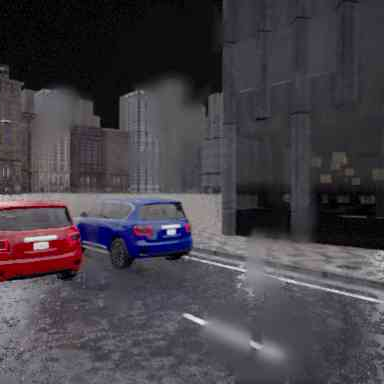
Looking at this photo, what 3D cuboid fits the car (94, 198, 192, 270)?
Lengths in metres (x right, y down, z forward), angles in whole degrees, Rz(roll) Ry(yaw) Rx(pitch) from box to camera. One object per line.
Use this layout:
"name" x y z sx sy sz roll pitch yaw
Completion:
"car" -2.337 1.222 11.417 2.150 2.045 5.566 0 0 -41

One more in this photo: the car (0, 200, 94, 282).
"car" -4.965 1.223 9.077 2.150 2.045 5.566 0 0 -41
